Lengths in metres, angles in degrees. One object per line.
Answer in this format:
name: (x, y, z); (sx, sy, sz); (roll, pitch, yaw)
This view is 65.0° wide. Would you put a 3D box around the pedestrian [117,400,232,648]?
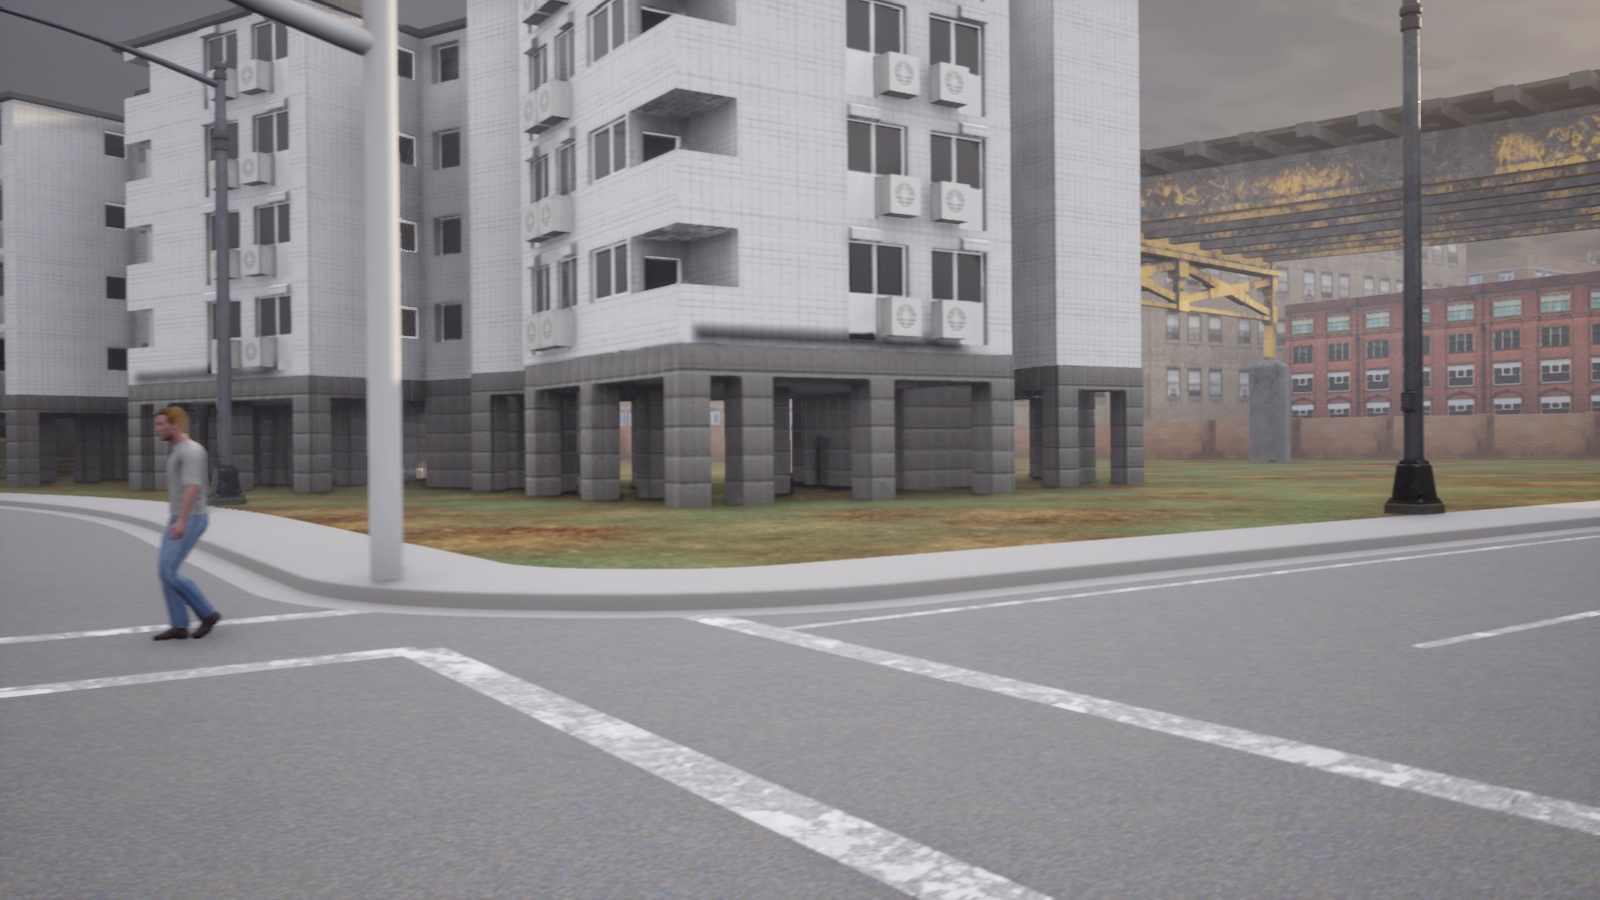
pedestrian: (-4.802, 0.542, 9.649); (0.706, 1.836, 0.354); (-1, 1, -37)
